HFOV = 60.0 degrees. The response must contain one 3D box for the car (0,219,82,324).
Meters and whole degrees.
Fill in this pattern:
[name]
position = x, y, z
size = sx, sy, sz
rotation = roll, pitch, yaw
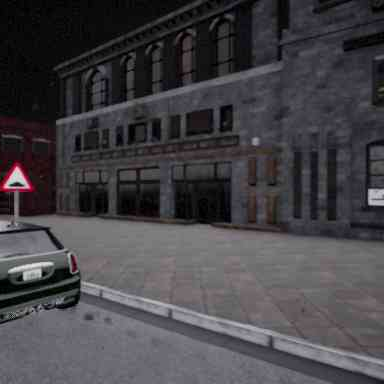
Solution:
[car]
position = -4.276, 1.360, 6.686
size = 4.553, 1.767, 2.097
rotation = 0, 0, 37
